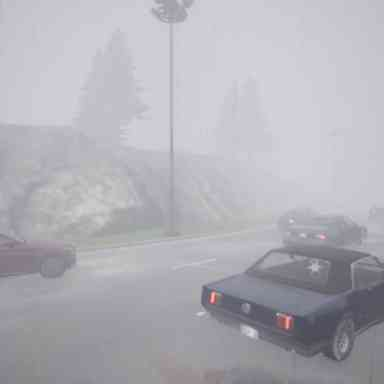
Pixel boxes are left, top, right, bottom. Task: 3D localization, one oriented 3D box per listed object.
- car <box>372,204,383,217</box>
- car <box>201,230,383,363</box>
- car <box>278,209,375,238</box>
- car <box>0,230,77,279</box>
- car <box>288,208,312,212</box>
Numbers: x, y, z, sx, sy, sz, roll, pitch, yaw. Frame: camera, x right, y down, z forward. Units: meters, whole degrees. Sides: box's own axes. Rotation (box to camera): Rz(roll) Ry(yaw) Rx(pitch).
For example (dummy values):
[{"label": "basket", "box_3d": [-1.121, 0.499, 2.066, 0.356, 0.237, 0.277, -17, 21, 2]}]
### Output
[{"label": "car", "box_3d": [17.349, 1.768, 30.213, 1.895, 1.301, 4.718, 0, 0, 33]}, {"label": "car", "box_3d": [2.488, 1.639, 6.009, 4.718, 1.301, 1.895, 0, -1, -40]}, {"label": "car", "box_3d": [5.711, 1.632, 13.941, 2.033, 1.411, 5.357, 0, -1, 42]}, {"label": "car", "box_3d": [-5.443, 1.603, 8.618, 4.674, 1.442, 1.812, 0, 0, -36]}, {"label": "car", "box_3d": [7.089, 1.696, 21.237, 1.994, 1.385, 4.181, 0, 0, 38]}]
